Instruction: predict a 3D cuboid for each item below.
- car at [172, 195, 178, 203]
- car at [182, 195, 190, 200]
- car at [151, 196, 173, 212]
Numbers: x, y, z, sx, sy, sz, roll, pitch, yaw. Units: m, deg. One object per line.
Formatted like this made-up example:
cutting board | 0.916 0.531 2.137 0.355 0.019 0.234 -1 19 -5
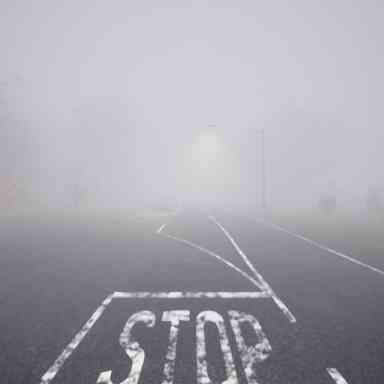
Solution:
car | -3.736 1.452 66.445 1.837 1.490 4.892 0 0 -1
car | -1.747 1.458 94.439 1.812 1.442 4.674 0 0 5
car | -3.478 1.491 38.001 1.812 1.442 4.674 0 0 0
